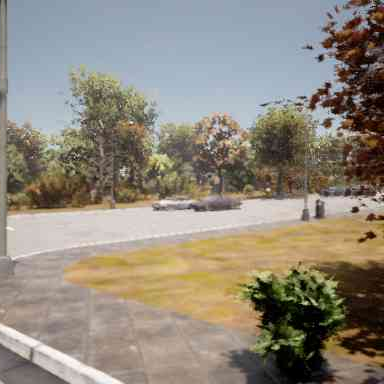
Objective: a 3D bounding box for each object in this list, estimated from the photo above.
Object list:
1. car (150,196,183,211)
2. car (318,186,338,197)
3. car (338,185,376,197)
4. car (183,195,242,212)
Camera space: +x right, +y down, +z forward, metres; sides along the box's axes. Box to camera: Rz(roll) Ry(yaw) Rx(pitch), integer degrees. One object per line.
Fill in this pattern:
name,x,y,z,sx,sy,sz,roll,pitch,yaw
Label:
car,-1.612,1.088,32.175,4.718,1.301,1.895,-2,2,-37
car,19.708,-0.165,45.161,5.357,1.411,2.033,-3,2,-26
car,21.248,-0.150,42.016,4.674,1.442,1.812,-3,2,-26
car,2.186,1.004,30.672,5.357,1.411,2.033,-3,2,-36
